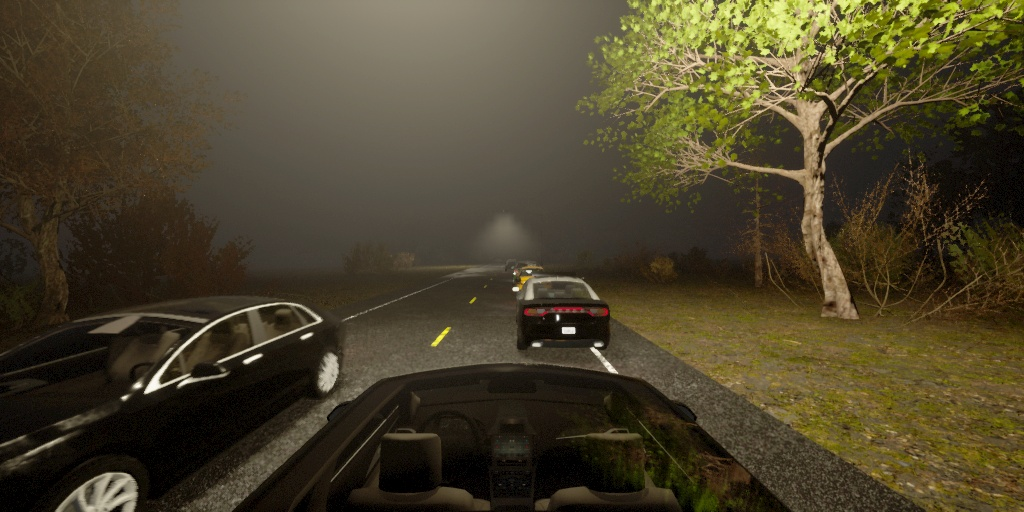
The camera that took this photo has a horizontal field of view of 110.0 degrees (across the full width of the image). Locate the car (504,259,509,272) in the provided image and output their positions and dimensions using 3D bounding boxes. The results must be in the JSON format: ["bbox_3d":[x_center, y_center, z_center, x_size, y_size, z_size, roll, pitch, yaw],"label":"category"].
[{"bbox_3d":[0.018,1.284,47.371,1.812,1.442,4.674,0,0,1],"label":"car"}]

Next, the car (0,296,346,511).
[{"bbox_3d":[-3.500,1.255,3.696,1.837,1.490,4.892,0,0,0],"label":"car"}]

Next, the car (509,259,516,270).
[{"bbox_3d":[1.044,1.106,25.084,2.097,1.767,4.553,0,0,0],"label":"car"}]

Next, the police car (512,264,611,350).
[{"bbox_3d":[1.049,1.177,9.222,1.930,1.638,5.238,0,0,0],"label":"police car"}]

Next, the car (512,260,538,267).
[{"bbox_3d":[1.046,1.210,19.305,1.801,1.575,5.366,0,0,0],"label":"car"}]
